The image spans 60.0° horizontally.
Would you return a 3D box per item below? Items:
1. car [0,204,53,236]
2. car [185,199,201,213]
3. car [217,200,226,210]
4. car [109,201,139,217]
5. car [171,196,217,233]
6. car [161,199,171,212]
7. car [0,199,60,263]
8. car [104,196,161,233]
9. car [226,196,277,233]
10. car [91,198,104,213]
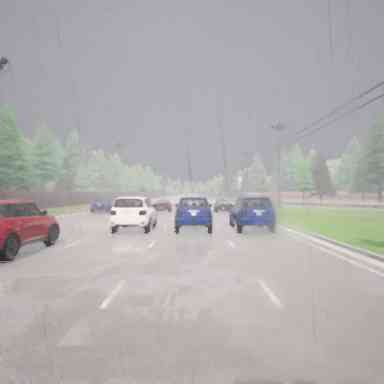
[{"bbox_3d":[-10.405,1.559,19.846,2.128,1.511,4.902,0,0,0],"label":"car"},{"bbox_3d":[0.068,1.662,39.865,1.812,1.442,4.674,0,0,0],"label":"car"},{"bbox_3d":[3.567,1.663,39.899,1.812,1.442,4.674,0,0,0],"label":"car"},{"bbox_3d":[-6.957,1.666,34.752,2.033,1.411,5.357,0,0,0],"label":"car"},{"bbox_3d":[0.094,1.289,20.421,2.150,2.045,5.566,0,-1,0],"label":"car"},{"bbox_3d":[-3.428,1.616,40.389,1.882,1.535,5.008,0,0,0],"label":"car"},{"bbox_3d":[-6.903,1.264,12.335,2.150,2.045,5.566,0,0,0],"label":"car"},{"bbox_3d":[-3.406,1.287,20.189,2.150,2.045,5.566,0,-1,0],"label":"car"},{"bbox_3d":[3.595,1.289,20.427,2.150,2.045,5.566,0,-1,0],"label":"car"},{"bbox_3d":[-10.434,1.486,39.628,2.097,1.767,4.553,0,0,0],"label":"car"}]
